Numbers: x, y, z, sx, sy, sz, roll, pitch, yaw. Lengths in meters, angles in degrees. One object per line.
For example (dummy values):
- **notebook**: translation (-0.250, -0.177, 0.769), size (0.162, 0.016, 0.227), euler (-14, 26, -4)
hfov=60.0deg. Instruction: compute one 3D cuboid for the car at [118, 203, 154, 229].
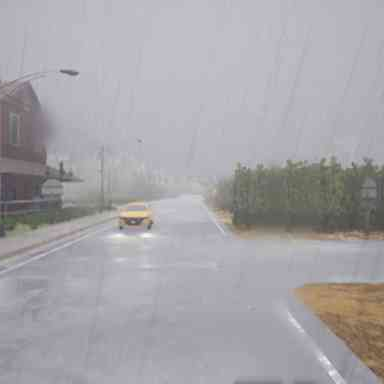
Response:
- **car**: translation (-3.492, 1.437, 21.336), size (1.882, 1.535, 5.008), euler (0, 0, -4)
